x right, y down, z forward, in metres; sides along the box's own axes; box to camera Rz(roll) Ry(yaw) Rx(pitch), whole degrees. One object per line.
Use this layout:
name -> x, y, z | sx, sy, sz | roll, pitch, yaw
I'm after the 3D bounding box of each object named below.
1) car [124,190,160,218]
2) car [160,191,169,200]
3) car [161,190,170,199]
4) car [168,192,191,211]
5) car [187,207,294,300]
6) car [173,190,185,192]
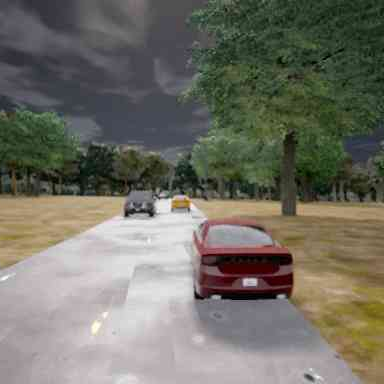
car -> -3.998, 0.884, 26.422 | 2.150, 2.045, 5.566 | 0, 1, -3
car -> -5.860, 0.942, 67.757 | 2.033, 1.411, 5.357 | 0, 0, -3
car -> -6.576, 0.678, 82.950 | 2.150, 2.045, 5.566 | 0, 0, -3
car -> -1.159, 1.072, 33.989 | 1.882, 1.535, 5.008 | 0, 0, -3
car -> 0.933, 1.364, 8.180 | 1.882, 1.535, 5.008 | 0, 1, -1
car -> -1.773, 0.719, 46.385 | 2.150, 2.045, 5.566 | 0, 0, -3
